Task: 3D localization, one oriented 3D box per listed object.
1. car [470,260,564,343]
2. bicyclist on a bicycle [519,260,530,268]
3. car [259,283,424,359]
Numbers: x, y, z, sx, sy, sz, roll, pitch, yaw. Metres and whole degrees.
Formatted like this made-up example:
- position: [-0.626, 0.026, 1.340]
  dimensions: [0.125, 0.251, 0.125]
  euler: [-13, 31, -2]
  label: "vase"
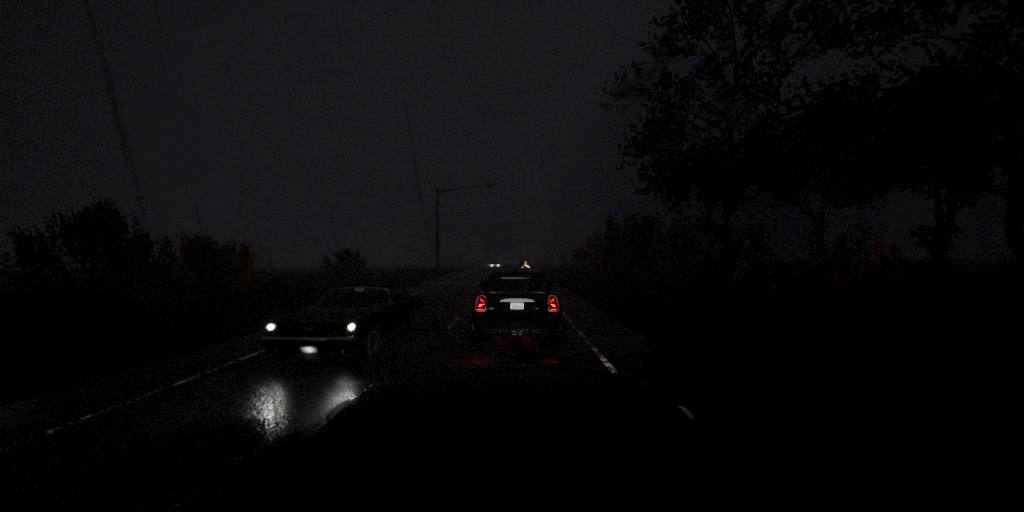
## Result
- position: [0.113, 1.099, 9.857]
  dimensions: [2.097, 1.767, 4.553]
  euler: [0, 0, 0]
  label: "car"
- position: [0.974, 1.177, 25.680]
  dimensions: [0.866, 1.612, 1.509]
  euler: [0, 0, 1]
  label: "bicyclist on a bicycle"
- position: [-3.588, 1.348, 8.551]
  dimensions: [1.895, 1.301, 4.718]
  euler: [0, 0, 0]
  label: "car"
